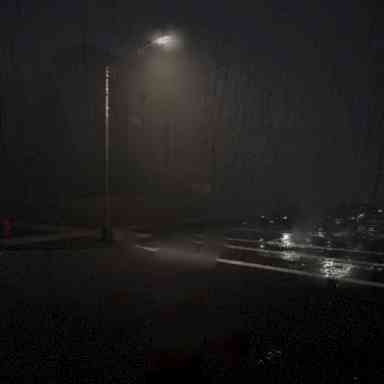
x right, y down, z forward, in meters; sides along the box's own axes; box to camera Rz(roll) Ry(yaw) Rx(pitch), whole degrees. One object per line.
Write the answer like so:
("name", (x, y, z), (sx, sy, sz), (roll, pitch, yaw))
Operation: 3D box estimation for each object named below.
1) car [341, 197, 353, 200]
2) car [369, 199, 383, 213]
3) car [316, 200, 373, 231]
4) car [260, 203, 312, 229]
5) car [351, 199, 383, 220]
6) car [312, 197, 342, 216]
("car", (17.166, 1.336, 37.636), (2.097, 1.767, 4.553), (0, 0, 35))
("car", (21.304, 1.517, 37.427), (1.812, 1.442, 4.674), (0, 0, 35))
("car", (9.692, 1.484, 20.909), (2.128, 1.511, 4.902), (0, 0, 35))
("car", (6.130, 1.511, 21.917), (1.812, 1.442, 4.674), (0, 0, 35))
("car", (14.817, 1.556, 28.207), (1.994, 1.385, 4.181), (0, 0, 35))
("car", (11.423, 1.476, 29.460), (2.128, 1.511, 4.902), (0, 0, 35))
